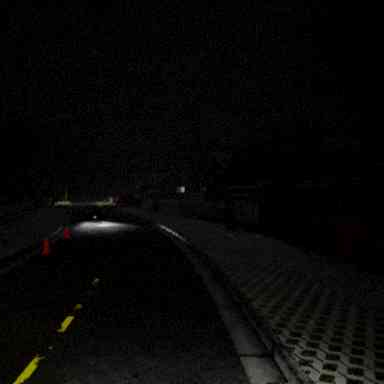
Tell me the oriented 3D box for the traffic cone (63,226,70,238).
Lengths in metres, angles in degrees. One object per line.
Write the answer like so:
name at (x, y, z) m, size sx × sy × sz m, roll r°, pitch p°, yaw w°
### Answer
traffic cone at (-6.640, 2.111, 17.635) m, size 0.340 × 0.580 × 0.340 m, roll 0°, pitch 0°, yaw -14°

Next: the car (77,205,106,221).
car at (-9.228, 1.852, 30.305) m, size 1.895 × 1.301 × 4.718 m, roll 0°, pitch 0°, yaw -27°

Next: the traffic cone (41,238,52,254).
traffic cone at (-5.632, 2.074, 12.896) m, size 0.340 × 0.580 × 0.340 m, roll 0°, pitch 0°, yaw -10°
